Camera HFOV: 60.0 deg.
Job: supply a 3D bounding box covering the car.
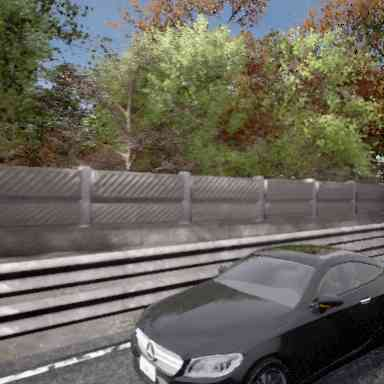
[{"bbox_3d":[1.449,1.535,4.718,4.674,1.442,1.812,0,0,-35],"label":"car"}]
